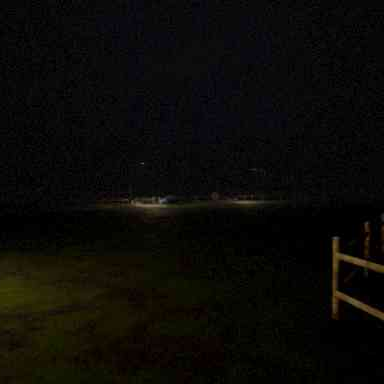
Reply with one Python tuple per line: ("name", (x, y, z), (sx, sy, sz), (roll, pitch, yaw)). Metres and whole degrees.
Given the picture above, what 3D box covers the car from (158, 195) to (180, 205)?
("car", (-4.387, 1.474, 63.876), (2.097, 1.767, 4.553), (1, 1, 44))
